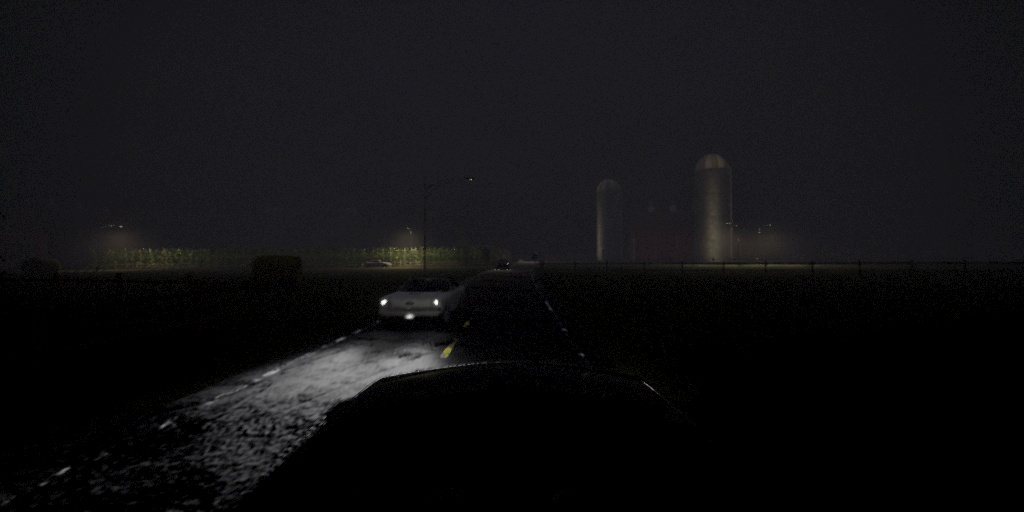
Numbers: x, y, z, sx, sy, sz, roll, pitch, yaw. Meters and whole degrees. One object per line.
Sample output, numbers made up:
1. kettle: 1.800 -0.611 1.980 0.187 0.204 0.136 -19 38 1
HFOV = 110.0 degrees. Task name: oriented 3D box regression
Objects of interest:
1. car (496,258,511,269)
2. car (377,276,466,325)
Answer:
1. car: -1.295 1.166 55.101 2.097 1.767 4.553 0 0 3
2. car: -2.779 1.351 11.998 1.895 1.301 4.718 0 0 1
